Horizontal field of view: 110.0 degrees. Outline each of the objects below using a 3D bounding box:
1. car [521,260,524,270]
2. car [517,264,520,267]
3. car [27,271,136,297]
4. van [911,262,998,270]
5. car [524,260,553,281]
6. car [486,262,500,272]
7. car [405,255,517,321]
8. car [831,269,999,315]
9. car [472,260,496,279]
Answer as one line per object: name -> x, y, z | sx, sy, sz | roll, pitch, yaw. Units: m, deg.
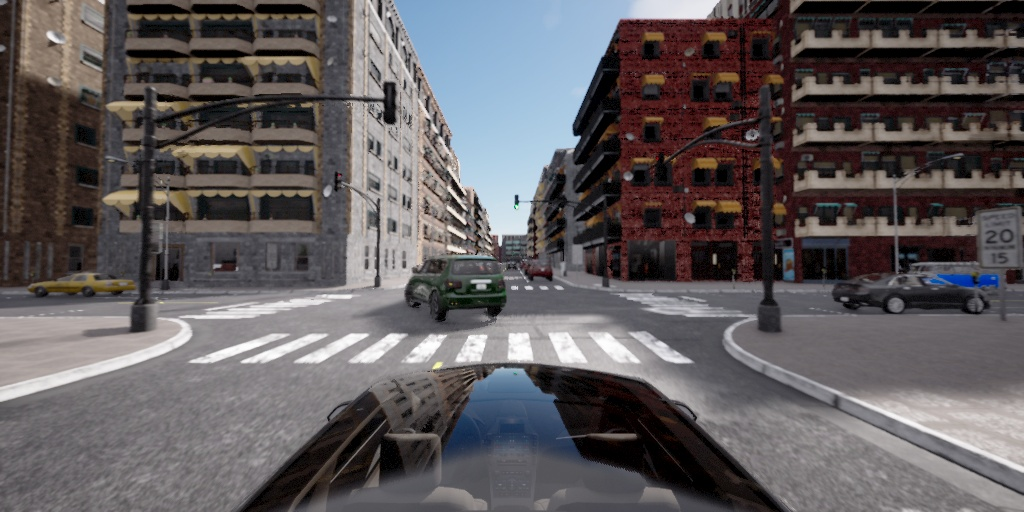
car -> 2.558, 1.376, 43.873 | 2.192, 1.841, 5.009 | 0, 0, 0
car -> -0.012, 1.740, 61.921 | 1.837, 1.490, 4.892 | 0, -1, 0
car -> -24.447, 1.563, 20.421 | 4.829, 1.417, 1.751 | 0, 0, 0
van -> 24.899, 1.244, 20.313 | 3.998, 1.789, 1.690 | 0, 0, 0
car -> 2.560, 1.290, 32.750 | 2.192, 1.841, 5.009 | 0, 0, 0
car -> -2.830, 1.682, 54.440 | 1.812, 1.442, 4.674 | 0, -1, 0
car -> -2.216, 1.011, 12.996 | 2.150, 2.045, 5.566 | 1, -1, -29
car -> 13.743, 1.259, 12.460 | 4.403, 1.370, 2.007 | 0, 0, 0
car -> -2.851, 1.363, 37.599 | 2.097, 1.767, 4.553 | 0, 0, 0
